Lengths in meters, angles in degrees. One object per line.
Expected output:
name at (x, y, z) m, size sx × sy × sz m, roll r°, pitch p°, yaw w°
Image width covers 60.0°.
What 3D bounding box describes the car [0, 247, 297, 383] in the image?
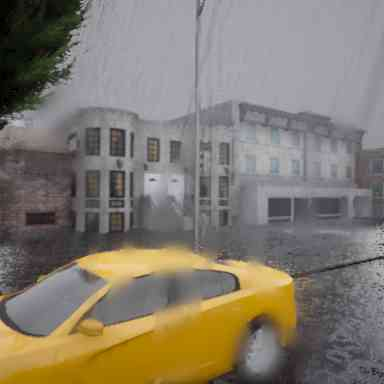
car at (-0.858, 1.495, 3.991) m, size 5.008 × 1.535 × 1.882 m, roll 1°, pitch -1°, yaw -36°
